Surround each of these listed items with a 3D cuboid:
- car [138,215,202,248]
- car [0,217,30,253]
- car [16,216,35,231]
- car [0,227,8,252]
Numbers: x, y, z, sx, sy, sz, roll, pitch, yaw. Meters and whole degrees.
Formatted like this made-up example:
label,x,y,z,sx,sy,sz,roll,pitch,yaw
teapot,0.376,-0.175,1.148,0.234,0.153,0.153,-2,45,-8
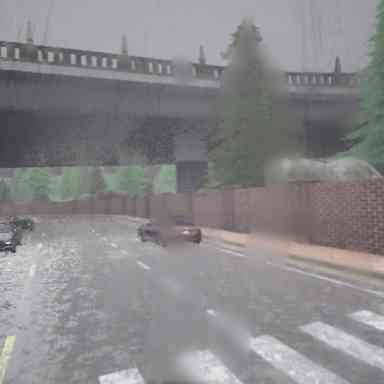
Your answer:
label,x,y,z,sx,sy,sz,roll,pitch,yaw
car,-1.234,1.854,16.556,1.994,1.385,4.181,-2,-1,-28
car,-9.900,2.315,17.163,2.033,1.411,5.357,-3,-1,-22
car,-15.029,2.785,29.371,1.895,1.301,4.718,-3,-1,-23
car,-6.143,1.952,8.132,2.128,1.511,4.902,-3,-1,-23
